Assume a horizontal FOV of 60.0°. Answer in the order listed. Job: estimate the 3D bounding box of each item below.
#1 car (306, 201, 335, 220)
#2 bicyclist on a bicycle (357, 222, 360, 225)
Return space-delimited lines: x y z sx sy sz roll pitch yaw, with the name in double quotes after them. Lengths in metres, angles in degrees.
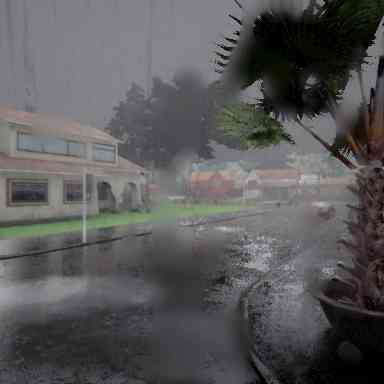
10.919 1.526 28.229 1.812 1.442 4.674 0 0 30 "car"
9.386 1.349 17.135 1.656 1.620 0.582 0 0 30 "bicyclist on a bicycle"
